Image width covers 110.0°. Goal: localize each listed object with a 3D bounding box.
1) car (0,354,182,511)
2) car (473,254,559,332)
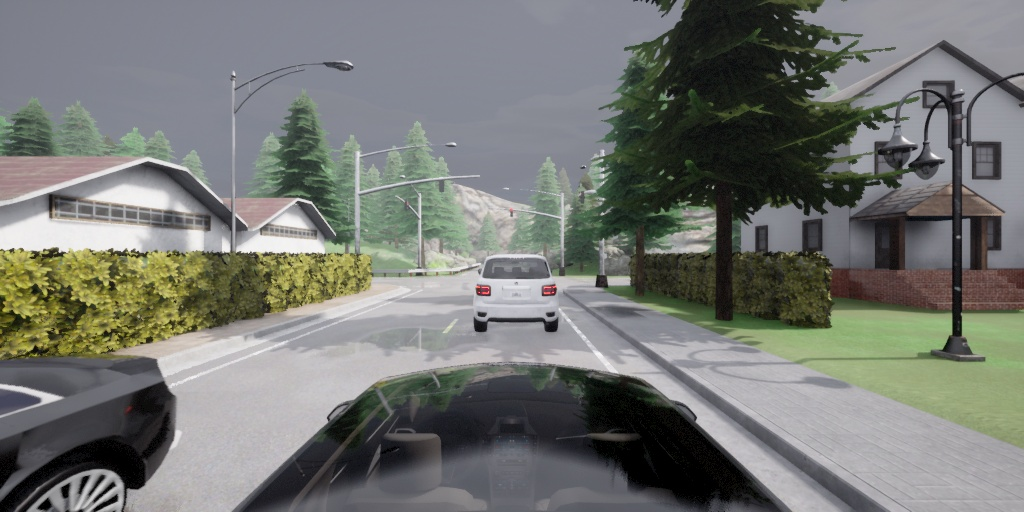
[{"bbox_3d":[-3.592,1.241,0.795,2.128,1.511,4.902,0,0,0],"label":"car"},{"bbox_3d":[0.104,0.971,10.964,2.150,2.045,5.566,0,0,0],"label":"car"}]
